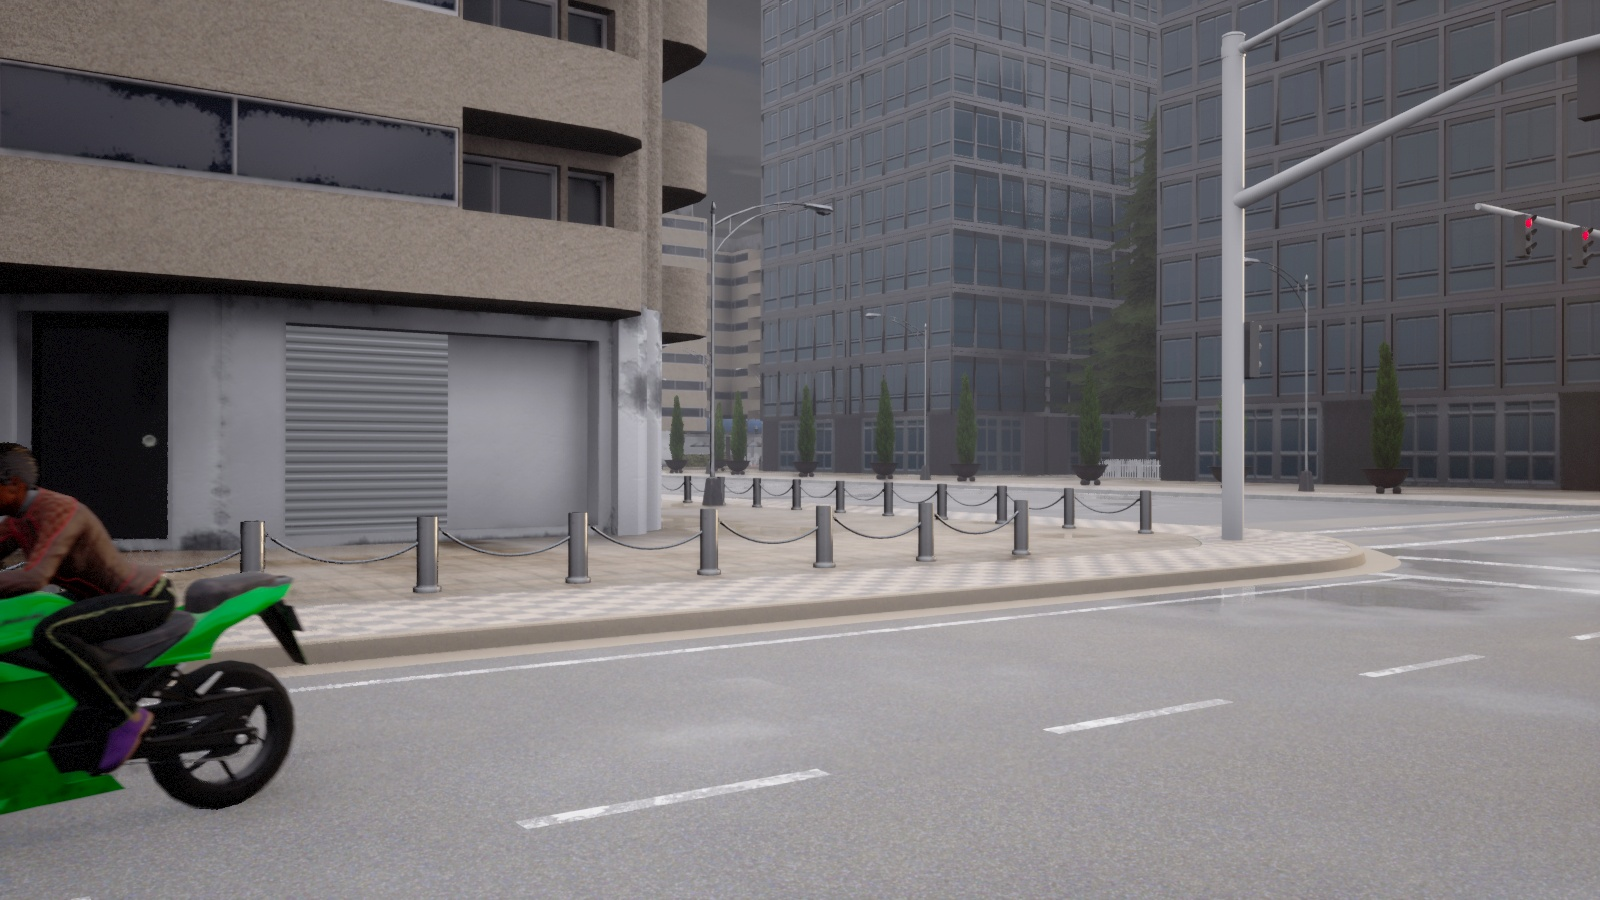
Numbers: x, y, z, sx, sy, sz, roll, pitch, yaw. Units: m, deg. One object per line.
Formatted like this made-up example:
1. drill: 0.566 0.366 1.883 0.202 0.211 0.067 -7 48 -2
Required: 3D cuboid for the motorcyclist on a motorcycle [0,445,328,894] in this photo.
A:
1. motorcyclist on a motorcycle: -2.907 0.744 4.642 0.797 1.523 2.044 0 0 41
